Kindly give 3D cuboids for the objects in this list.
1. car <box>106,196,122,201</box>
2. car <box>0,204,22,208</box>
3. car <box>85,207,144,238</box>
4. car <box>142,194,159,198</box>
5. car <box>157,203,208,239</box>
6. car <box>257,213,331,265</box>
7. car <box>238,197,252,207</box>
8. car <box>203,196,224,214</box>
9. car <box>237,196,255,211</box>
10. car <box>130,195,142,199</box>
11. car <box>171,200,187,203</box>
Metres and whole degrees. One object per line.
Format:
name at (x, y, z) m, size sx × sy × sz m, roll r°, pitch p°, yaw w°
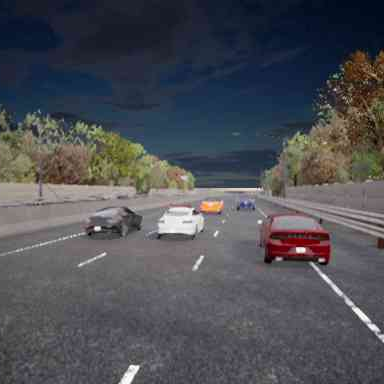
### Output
car at (-14.868, 1.434, 63.509) m, size 1.812 × 1.442 × 4.674 m, roll 0°, pitch 0°, yaw 9°
car at (-13.760, 1.552, 24.221) m, size 1.895 × 1.301 × 4.718 m, roll 0°, pitch 0°, yaw 9°
car at (-3.953, 1.493, 17.453) m, size 1.812 × 1.442 × 4.674 m, roll 0°, pitch 0°, yaw 9°
car at (-7.569, 1.267, 64.951) m, size 2.097 × 1.767 × 4.553 m, roll 0°, pitch 0°, yaw 9°
car at (-0.487, 1.496, 16.975) m, size 1.812 × 1.442 × 4.674 m, roll 0°, pitch 0°, yaw 9°
car at (3.395, 1.459, 11.698) m, size 1.882 × 1.535 × 5.008 m, roll 0°, pitch 0°, yaw 9°
car at (7.943, 1.479, 50.194) m, size 2.033 × 1.411 × 5.357 m, roll 0°, pitch 0°, yaw 9°
car at (2.179, 1.301, 34.752) m, size 2.097 × 1.767 × 4.553 m, roll 0°, pitch 0°, yaw 9°
car at (6.543, 1.293, 40.369) m, size 2.097 × 1.767 × 4.553 m, roll 0°, pitch 0°, yaw 9°
car at (-10.949, 1.407, 65.923) m, size 2.128 × 1.511 × 4.902 m, roll 0°, pitch 0°, yaw 9°
car at (-1.303, 1.544, 35.091) m, size 1.895 × 1.301 × 4.718 m, roll 0°, pitch 0°, yaw 9°
